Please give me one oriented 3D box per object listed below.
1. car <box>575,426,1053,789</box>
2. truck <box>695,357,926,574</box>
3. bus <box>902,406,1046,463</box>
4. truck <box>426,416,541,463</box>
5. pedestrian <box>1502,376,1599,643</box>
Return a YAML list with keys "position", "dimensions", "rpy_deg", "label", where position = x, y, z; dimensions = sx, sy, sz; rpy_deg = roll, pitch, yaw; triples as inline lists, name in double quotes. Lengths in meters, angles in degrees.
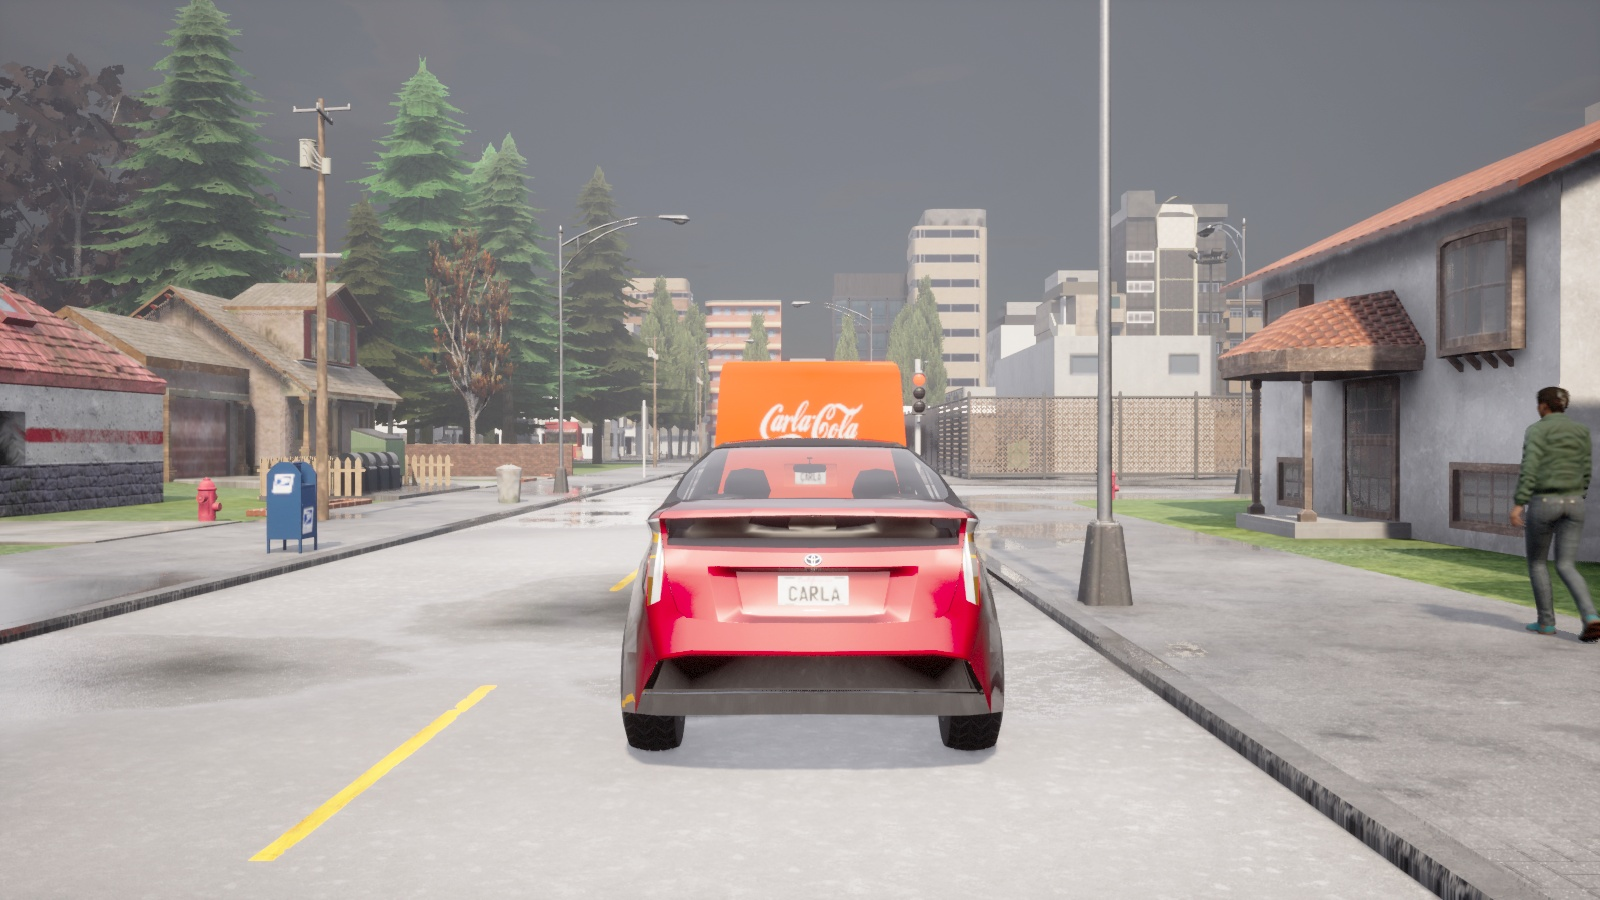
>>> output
- position: [0.061, 0.651, 7.533]
  dimensions: [2.007, 1.525, 4.514]
  rpy_deg: [0, 0, 0]
  label: "car"
- position: [0.118, 0.164, 16.898]
  dimensions: [2.627, 2.467, 5.204]
  rpy_deg: [0, 0, 0]
  label: "truck"
- position: [12.958, -1.152, 94.425]
  dimensions: [10.273, 4.253, 3.944]
  rpy_deg: [0, 0, 0]
  label: "bus"
- position: [-23.756, -0.788, 94.488]
  dimensions: [7.936, 3.462, 2.891]
  rpy_deg: [0, 0, 2]
  label: "truck"
- position: [5.377, 0.410, 8.984]
  dimensions: [0.353, 1.847, 0.614]
  rpy_deg: [0, 0, -2]
  label: "pedestrian"
